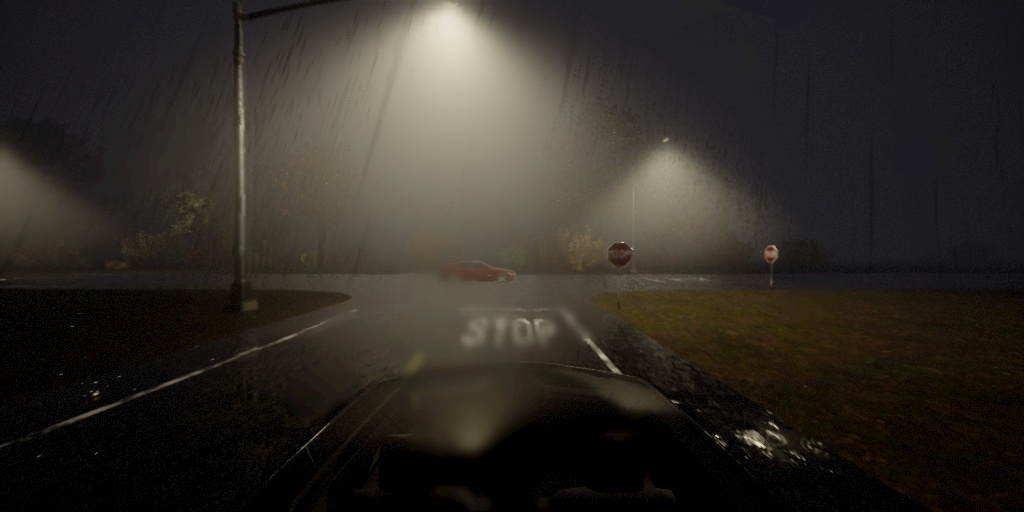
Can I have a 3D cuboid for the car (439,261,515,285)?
[{"bbox_3d":[-2.152,1.031,22.224,4.674,1.442,1.812,0,1,-1],"label":"car"}]
